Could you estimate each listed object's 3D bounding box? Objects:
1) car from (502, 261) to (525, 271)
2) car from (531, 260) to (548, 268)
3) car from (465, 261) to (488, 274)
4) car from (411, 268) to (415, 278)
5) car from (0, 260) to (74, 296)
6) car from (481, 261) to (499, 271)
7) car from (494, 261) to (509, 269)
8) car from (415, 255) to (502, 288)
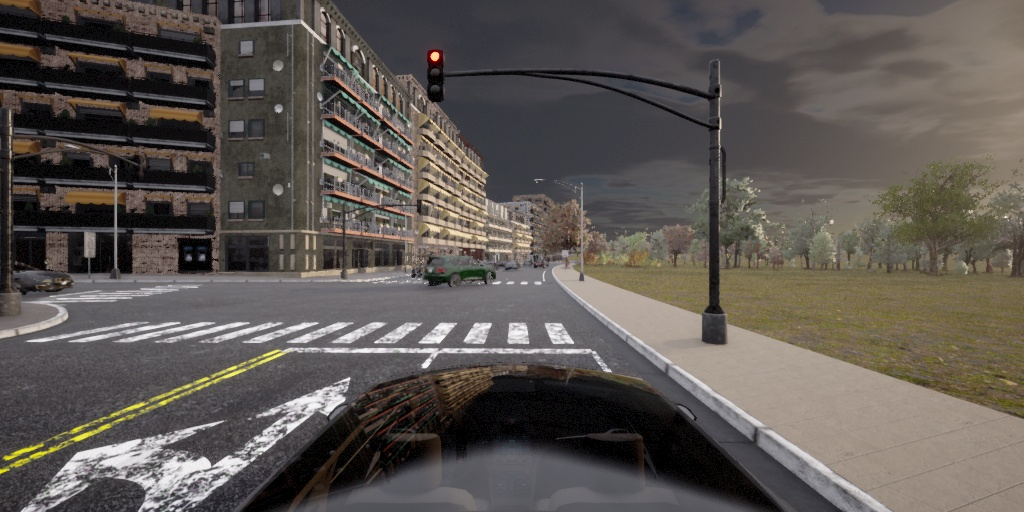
[{"bbox_3d":[0.232,1.431,53.511,2.033,1.411,5.357,0,0,8],"label":"car"},{"bbox_3d":[5.014,1.448,64.891,1.837,1.490,4.892,0,0,9],"label":"car"},{"bbox_3d":[-4.271,1.351,44.254,1.837,1.490,4.892,0,0,6],"label":"car"},{"bbox_3d":[-8.364,1.375,35.322,1.994,1.385,4.181,0,0,5],"label":"car"},{"bbox_3d":[-22.108,0.906,15.205,4.892,1.490,1.837,1,-1,-15],"label":"car"},{"bbox_3d":[-3.216,1.446,53.397,1.994,1.385,4.181,0,0,7],"label":"car"},{"bbox_3d":[-1.815,1.531,63.438,1.895,1.301,4.718,0,0,9],"label":"car"},{"bbox_3d":[-3.481,0.999,24.319,2.150,2.045,5.566,2,1,37],"label":"car"}]
